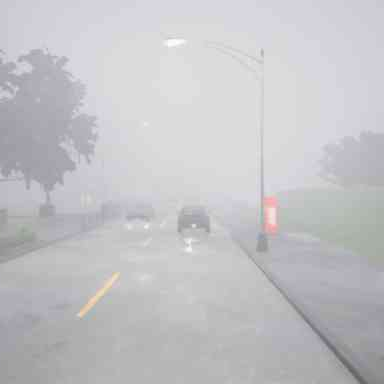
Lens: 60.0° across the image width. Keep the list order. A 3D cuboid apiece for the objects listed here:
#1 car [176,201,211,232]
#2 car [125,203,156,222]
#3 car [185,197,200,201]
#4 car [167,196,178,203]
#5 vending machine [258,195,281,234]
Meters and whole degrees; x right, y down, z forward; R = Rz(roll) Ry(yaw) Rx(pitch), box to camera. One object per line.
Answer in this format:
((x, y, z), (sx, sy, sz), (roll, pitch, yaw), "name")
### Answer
((0.100, 1.541, 20.282), (1.837, 1.490, 4.892), (0, 0, 0), "car")
((-4.077, 1.595, 27.276), (2.033, 1.411, 5.357), (0, 0, 0), "car")
((0.101, 1.434, 47.689), (2.097, 1.767, 4.553), (0, 0, 0), "car")
((-3.998, 1.592, 68.965), (1.994, 1.385, 4.181), (0, 0, 0), "car")
((4.300, 1.227, 18.551), (1.100, 2.100, 0.880), (0, 0, 0), "vending machine")
